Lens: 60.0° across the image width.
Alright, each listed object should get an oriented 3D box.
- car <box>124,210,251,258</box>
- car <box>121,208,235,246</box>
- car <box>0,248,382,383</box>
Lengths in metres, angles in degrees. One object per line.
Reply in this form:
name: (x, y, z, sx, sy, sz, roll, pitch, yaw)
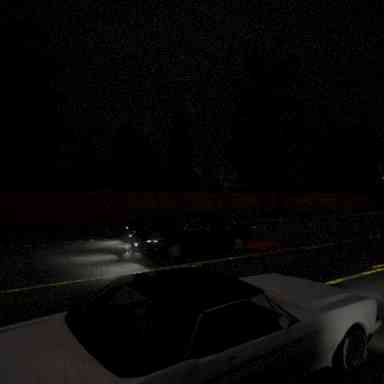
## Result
car: (0.090, 1.543, 12.651, 4.892, 1.490, 1.837, 0, 0, -35)
car: (-0.575, 1.595, 16.477, 5.357, 1.411, 2.033, 0, 0, -35)
car: (0.239, 1.613, 3.916, 4.718, 1.301, 1.895, 0, 0, -35)
